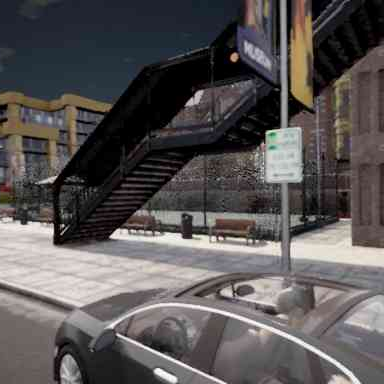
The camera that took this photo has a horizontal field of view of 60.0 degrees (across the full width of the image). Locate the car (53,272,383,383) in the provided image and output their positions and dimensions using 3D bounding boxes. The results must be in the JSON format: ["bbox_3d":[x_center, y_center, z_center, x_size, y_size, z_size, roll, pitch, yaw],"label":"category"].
[{"bbox_3d":[0.463,1.492,2.931,2.231,1.521,4.892,0,0,-45],"label":"car"}]
